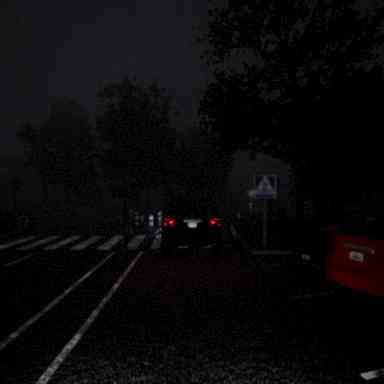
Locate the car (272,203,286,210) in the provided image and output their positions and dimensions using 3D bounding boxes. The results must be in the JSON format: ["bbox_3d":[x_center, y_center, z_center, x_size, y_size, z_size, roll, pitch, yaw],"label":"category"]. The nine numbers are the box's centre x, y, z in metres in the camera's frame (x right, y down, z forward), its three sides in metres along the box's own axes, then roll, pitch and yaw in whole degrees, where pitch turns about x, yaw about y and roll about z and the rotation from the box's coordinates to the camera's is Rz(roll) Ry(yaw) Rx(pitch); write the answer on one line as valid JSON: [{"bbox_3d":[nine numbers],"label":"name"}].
[{"bbox_3d":[18.166,3.162,71.737,1.837,1.490,4.892,0,0,-29],"label":"car"}]

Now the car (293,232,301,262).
[{"bbox_3d":[5.255,1.478,9.616,4.892,1.521,2.231,1,0,-21],"label":"car"}]

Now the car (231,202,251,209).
[{"bbox_3d":[11.596,3.204,79.451,4.902,1.511,2.128,0,0,31],"label":"car"}]

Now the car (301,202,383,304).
[{"bbox_3d":[5.324,1.231,6.656,5.566,2.045,2.435,1,0,-21],"label":"car"}]

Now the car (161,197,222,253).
[{"bbox_3d":[-0.049,1.197,13.640,2.150,2.045,5.566,0,0,-1],"label":"car"}]
